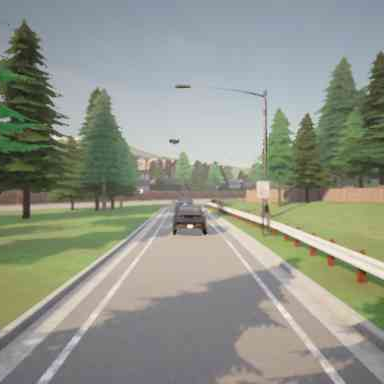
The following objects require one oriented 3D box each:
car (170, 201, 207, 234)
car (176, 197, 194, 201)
[{"bbox_3d":[-0.165,1.498,19.282,1.837,1.490,4.892,0,0,-2],"label":"car"},{"bbox_3d":[-0.803,1.341,37.901,2.097,1.767,4.553,0,0,-2],"label":"car"}]
